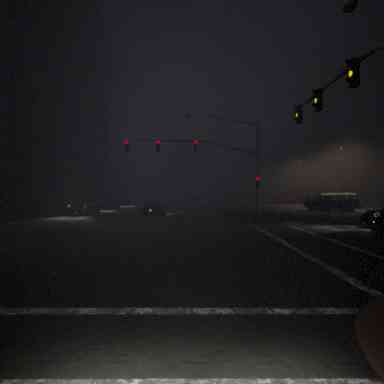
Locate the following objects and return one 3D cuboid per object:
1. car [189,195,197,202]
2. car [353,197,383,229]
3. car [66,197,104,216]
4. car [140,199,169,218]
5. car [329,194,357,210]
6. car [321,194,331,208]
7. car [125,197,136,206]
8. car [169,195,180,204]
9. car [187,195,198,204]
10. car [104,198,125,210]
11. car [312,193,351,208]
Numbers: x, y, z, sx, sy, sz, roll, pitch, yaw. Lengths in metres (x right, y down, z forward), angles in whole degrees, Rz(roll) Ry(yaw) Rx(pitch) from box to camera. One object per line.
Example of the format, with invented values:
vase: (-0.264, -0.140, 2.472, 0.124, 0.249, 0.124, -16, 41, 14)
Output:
car: (0.206, 1.357, 73.820, 1.837, 1.490, 4.892, 0, 0, 0)
car: (13.263, 1.406, 21.255, 4.553, 1.767, 2.097, 0, 0, 1)
car: (-10.673, 1.350, 32.854, 2.097, 1.767, 4.553, 0, 0, 0)
car: (-3.539, 1.561, 30.740, 1.994, 1.385, 4.181, 0, 0, 1)
car: (21.805, 1.447, 46.599, 3.806, 1.475, 1.970, 0, 0, 1)
car: (21.847, 1.416, 49.494, 3.905, 1.438, 1.784, 0, 0, 1)
car: (-10.496, 1.560, 55.047, 1.994, 1.385, 4.181, 0, 0, 1)
car: (-3.366, 1.347, 63.716, 2.097, 1.767, 4.553, 0, 0, 0)
car: (0.133, 1.347, 63.691, 2.097, 1.767, 4.553, 0, 0, 0)
car: (-10.602, 1.544, 43.109, 2.033, 1.411, 5.357, 0, 0, 0)
car: (21.834, 1.205, 52.178, 4.605, 1.855, 1.932, 0, 0, 1)
